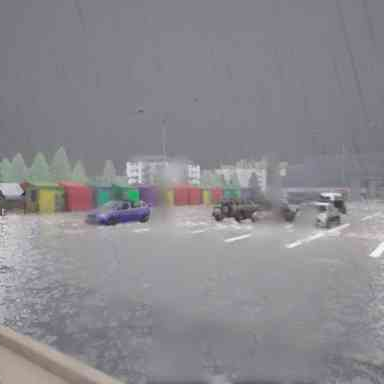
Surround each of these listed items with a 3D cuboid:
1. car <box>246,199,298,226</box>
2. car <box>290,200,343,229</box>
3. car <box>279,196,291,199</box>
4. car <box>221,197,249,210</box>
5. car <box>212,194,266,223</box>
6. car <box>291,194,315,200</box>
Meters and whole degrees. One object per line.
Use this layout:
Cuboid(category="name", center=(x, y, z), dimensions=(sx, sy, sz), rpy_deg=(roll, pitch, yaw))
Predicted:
Cuboid(category="car", center=(5.527, 1.415, 22.437), dimensions=(1.784, 1.438, 3.905), rpy_deg=(0, 0, 36))
Cuboid(category="car", center=(7.869, 1.450, 20.735), dimensions=(1.970, 1.475, 3.806), rpy_deg=(0, 0, 36))
Cuboid(category="car", center=(15.628, 1.442, 55.320), dimensions=(1.970, 1.475, 3.806), rpy_deg=(0, 0, 36))
Cuboid(category="car", center=(5.380, 1.406, 41.175), dimensions=(1.784, 1.438, 3.905), rpy_deg=(0, 0, 36))
Cuboid(category="car", center=(3.327, 1.201, 23.973), dimensions=(1.932, 1.855, 4.605), rpy_deg=(0, 0, 36))
Cuboid(category="car", center=(17.965, 1.206, 53.609), dimensions=(1.905, 1.878, 3.866), rpy_deg=(0, 0, 36))
